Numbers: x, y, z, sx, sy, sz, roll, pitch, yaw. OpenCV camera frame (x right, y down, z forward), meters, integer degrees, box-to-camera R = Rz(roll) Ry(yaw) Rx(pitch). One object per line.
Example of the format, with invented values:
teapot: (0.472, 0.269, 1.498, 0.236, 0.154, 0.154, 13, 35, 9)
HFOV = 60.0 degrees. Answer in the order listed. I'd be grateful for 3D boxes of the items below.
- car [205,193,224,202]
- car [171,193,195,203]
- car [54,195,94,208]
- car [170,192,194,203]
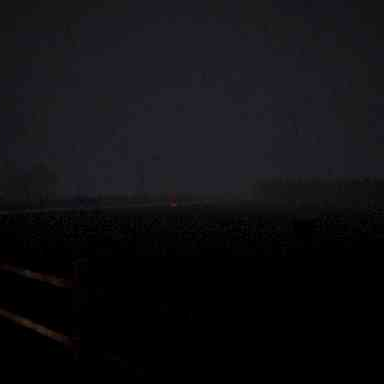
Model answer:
car: (4.407, 1.056, 64.099, 1.837, 1.490, 4.892, 0, 0, 35)
car: (-1.455, 1.108, 55.488, 1.837, 1.490, 4.892, 0, 0, 35)
car: (-14.643, 1.178, 41.422, 1.882, 1.535, 5.008, 0, 0, 35)
car: (-1.787, 0.944, 59.964, 2.097, 1.767, 4.553, 0, 0, 35)
